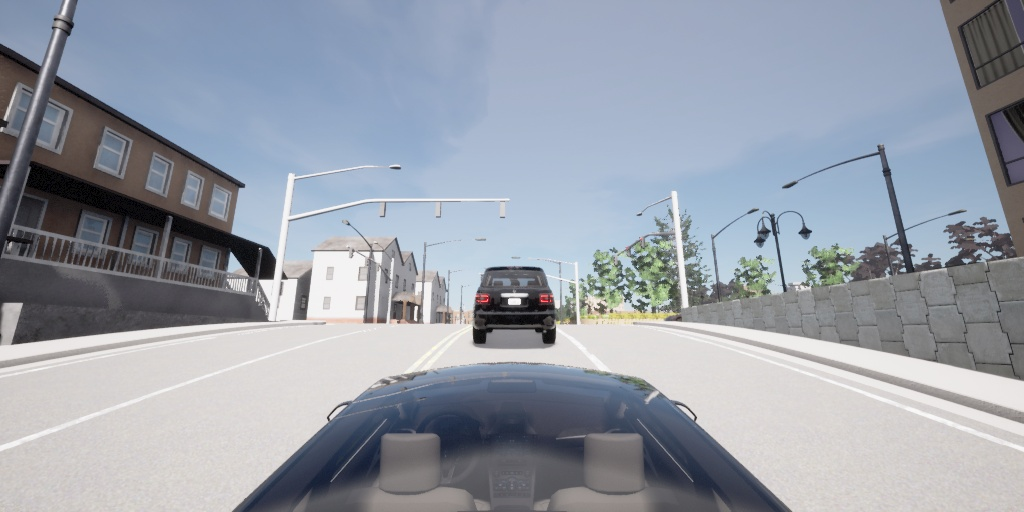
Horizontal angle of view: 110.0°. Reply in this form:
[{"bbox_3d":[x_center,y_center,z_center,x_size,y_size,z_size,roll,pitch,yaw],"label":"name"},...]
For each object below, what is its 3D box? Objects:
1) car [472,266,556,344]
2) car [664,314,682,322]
[{"bbox_3d":[0.064,1.501,11.166,2.150,2.045,5.566,0,-7,0],"label":"car"},{"bbox_3d":[15.870,5.449,31.708,4.553,1.767,2.097,0,-12,1],"label":"car"}]
